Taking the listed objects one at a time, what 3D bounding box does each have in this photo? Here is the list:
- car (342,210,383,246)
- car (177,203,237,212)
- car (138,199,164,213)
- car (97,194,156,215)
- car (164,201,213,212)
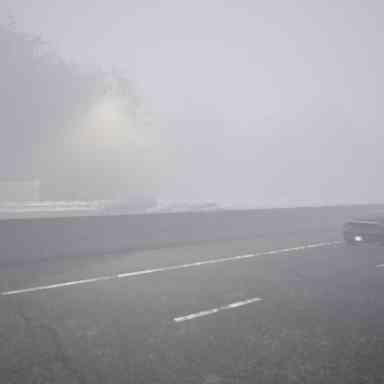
[{"bbox_3d":[8.315,1.520,14.096,4.892,1.490,1.837,0,0,-35],"label":"car"},{"bbox_3d":[1.663,1.615,22.368,4.718,1.301,1.895,0,0,-35],"label":"car"},{"bbox_3d":[-1.547,1.564,28.676,5.357,1.411,2.033,0,0,-35],"label":"car"},{"bbox_3d":[-5.682,1.233,30.027,5.566,2.045,2.150,0,0,-35],"label":"car"},{"bbox_3d":[0.611,1.521,25.914,4.892,1.490,1.837,0,0,-35],"label":"car"}]
